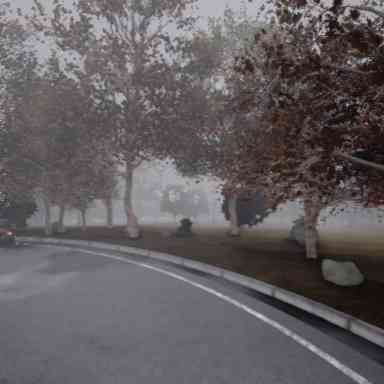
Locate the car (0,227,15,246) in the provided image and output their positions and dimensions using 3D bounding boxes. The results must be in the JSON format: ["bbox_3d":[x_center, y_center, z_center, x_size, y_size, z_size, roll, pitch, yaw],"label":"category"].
[{"bbox_3d":[-10.296,1.871,14.444,5.357,1.411,2.033,-1,0,21],"label":"car"}]
